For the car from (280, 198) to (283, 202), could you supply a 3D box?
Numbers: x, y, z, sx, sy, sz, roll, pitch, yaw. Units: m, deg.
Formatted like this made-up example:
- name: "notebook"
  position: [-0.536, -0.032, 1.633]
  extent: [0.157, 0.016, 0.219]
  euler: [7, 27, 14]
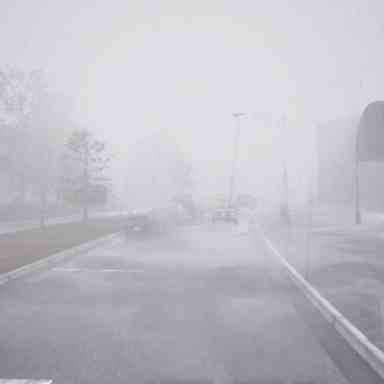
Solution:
- name: "car"
  position: [20.653, 1.903, 80.873]
  extent: [2.002, 1.452, 4.674]
  euler: [-2, -1, 32]

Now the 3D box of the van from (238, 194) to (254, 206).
- name: "van"
  position: [9.993, 1.432, 61.364]
  extent: [1.878, 1.987, 4.442]
  euler: [-3, -1, 22]

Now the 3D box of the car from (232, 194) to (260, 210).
- name: "car"
  position: [6.932, 1.233, 42.410]
  extent: [2.150, 2.045, 5.566]
  euler: [-1, 0, 17]

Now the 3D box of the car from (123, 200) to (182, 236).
- name: "car"
  position: [-2.298, 1.491, 18.402]
  extent: [2.231, 1.521, 4.892]
  euler: [-3, 0, 9]

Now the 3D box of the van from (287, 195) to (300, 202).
- name: "van"
  position: [26.941, 1.715, 90.208]
  extent: [1.878, 1.987, 4.442]
  euler: [-2, -1, 35]

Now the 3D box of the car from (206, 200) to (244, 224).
- name: "car"
  position: [2.605, 1.537, 24.926]
  extent: [2.033, 1.411, 5.357]
  euler: [0, 0, 11]

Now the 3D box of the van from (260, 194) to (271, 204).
- name: "van"
  position: [14.998, 1.536, 71.367]
  extent: [1.878, 1.987, 4.442]
  euler: [-3, -1, 27]

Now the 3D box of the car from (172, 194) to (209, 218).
- name: "car"
  position: [-0.424, 1.245, 29.460]
  extent: [2.435, 2.045, 5.566]
  euler: [-3, 0, 12]

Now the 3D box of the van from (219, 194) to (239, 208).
- name: "van"
  position: [5.772, 1.351, 51.022]
  extent: [1.878, 1.987, 4.442]
  euler: [-3, -1, 21]

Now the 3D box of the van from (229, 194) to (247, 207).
- name: "van"
  position: [7.800, 1.388, 56.233]
  extent: [1.878, 1.987, 4.442]
  euler: [-3, -1, 21]

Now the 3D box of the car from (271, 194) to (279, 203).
- name: "car"
  position: [17.723, 1.564, 76.148]
  extent: [2.435, 2.045, 5.566]
  euler: [-2, -1, 28]

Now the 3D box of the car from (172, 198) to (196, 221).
- name: "car"
  position: [-1.455, 1.494, 23.929]
  extent: [2.231, 1.521, 4.892]
  euler: [-3, 0, 9]

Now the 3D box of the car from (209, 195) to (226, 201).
- name: "car"
  position: [2.319, 1.518, 40.462]
  extent: [1.946, 1.575, 5.366]
  euler: [-3, 0, 17]

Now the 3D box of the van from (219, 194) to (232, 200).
- name: "van"
  position: [3.923, 1.320, 45.742]
  extent: [1.878, 1.987, 4.442]
  euler: [-3, 0, 16]
